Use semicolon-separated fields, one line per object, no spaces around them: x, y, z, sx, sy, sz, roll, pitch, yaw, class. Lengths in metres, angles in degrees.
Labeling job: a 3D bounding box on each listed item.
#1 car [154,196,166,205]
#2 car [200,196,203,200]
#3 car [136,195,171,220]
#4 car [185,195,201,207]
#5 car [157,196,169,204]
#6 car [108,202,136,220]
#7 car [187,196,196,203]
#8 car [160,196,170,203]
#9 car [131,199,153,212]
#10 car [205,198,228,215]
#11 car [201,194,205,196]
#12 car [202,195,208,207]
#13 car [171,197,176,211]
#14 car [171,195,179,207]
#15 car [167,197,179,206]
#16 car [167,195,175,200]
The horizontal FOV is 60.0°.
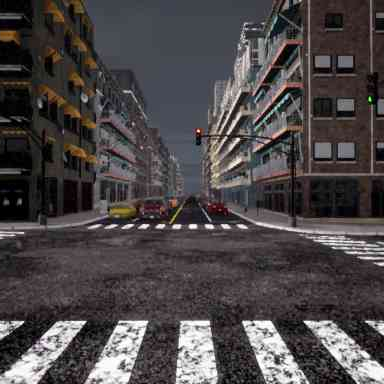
-5.841;1.544;60.958;1.752;1.417;4.829;1;0;0;car
2.568;1.596;50.089;1.802;1.307;4.206;1;0;0;car
-3.147;1.359;28.069;2.097;1.767;4.553;0;0;-1;car
-0.037;1.492;52.746;1.882;1.535;5.008;0;0;0;car
-5.856;1.572;66.652;2.008;1.369;4.403;1;0;0;car
-5.754;1.532;27.818;1.752;1.417;4.829;1;0;0;car
-0.080;1.530;69.843;1.837;1.490;4.892;0;0;0;car
-5.870;1.568;72.175;1.887;1.381;4.507;1;0;0;car
-5.784;1.555;39.034;1.887;1.381;4.507;1;0;0;car
2.611;1.553;33.518;1.887;1.381;4.507;1;0;0;car
2.789;1.380;81.831;2.097;1.767;4.553;0;0;0;car
2.598;1.450;39.042;1.967;1.590;4.097;1;0;0;car
-3.198;1.557;37.561;2.033;1.411;5.357;0;0;0;car
-3.213;1.365;47.350;2.097;1.767;4.553;0;0;0;car
-3.209;1.617;57.209;1.895;1.301;4.718;0;0;0;car
-5.926;1.587;94.268;2.008;1.369;4.403;1;0;0;car
